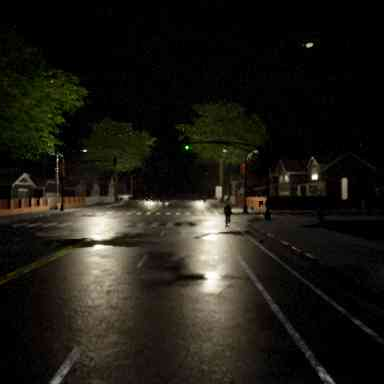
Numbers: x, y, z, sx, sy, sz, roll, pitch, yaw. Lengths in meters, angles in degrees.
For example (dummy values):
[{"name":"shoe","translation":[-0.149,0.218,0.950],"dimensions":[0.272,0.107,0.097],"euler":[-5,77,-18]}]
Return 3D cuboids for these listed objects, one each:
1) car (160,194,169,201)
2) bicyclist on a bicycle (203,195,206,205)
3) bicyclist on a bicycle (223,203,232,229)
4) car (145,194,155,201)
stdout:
[{"name":"car","translation":[-6.508,1.278,78.131],"dimensions":[1.812,1.442,4.674],"euler":[0,0,0]},{"name":"bicyclist on a bicycle","translation":[2.243,1.486,59.988],"dimensions":[0.659,1.776,1.843],"euler":[0,0,0]},{"name":"bicyclist on a bicycle","translation":[2.249,1.500,20.812],"dimensions":[0.582,1.620,1.656],"euler":[0,0,0]},{"name":"car","translation":[-9.757,1.254,78.130],"dimensions":[1.837,1.490,4.892],"euler":[0,0,0]}]
